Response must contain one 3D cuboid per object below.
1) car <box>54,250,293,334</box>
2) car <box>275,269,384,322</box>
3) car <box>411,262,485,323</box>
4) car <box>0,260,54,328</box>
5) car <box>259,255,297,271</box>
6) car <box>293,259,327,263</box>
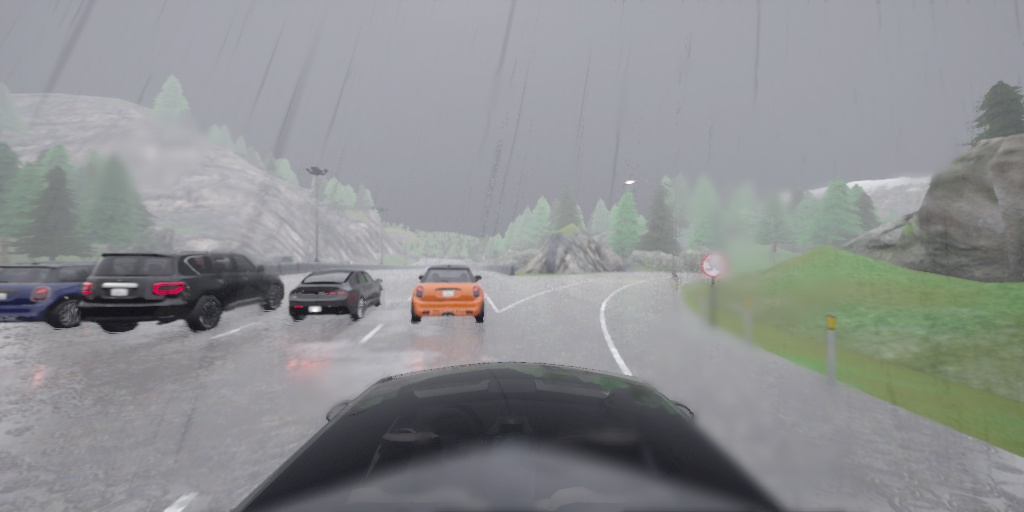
[{"bbox_3d":[-8.920,0.876,10.455,2.150,2.045,5.566,1,0,-8],"label":"car"},{"bbox_3d":[-5.610,1.177,11.986,1.837,1.490,4.892,0,0,-8],"label":"car"},{"bbox_3d":[-2.084,1.059,12.109,2.097,1.767,4.553,1,0,-8],"label":"car"},{"bbox_3d":[-12.477,0.968,10.610,2.097,1.767,4.553,1,0,-8],"label":"car"},{"bbox_3d":[-32.458,0.982,49.978,2.150,2.045,5.566,1,-1,-8],"label":"car"},{"bbox_3d":[-29.192,1.185,51.872,2.097,1.767,4.553,1,-2,-8],"label":"car"}]
